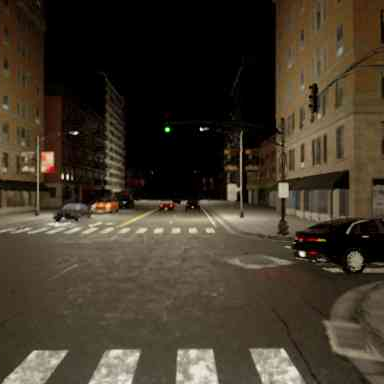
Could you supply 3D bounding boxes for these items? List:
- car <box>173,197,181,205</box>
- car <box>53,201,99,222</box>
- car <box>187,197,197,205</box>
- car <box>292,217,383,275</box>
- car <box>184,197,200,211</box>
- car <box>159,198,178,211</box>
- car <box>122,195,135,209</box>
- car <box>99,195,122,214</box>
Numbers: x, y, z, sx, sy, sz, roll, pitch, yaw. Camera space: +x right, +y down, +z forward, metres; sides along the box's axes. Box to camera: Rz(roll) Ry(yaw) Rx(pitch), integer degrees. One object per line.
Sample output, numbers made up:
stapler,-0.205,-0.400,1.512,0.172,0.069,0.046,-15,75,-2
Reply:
car,-3.189,1.772,67.116,1.812,1.442,4.674,0,0,0
car,-9.853,1.655,28.109,2.033,1.411,5.357,0,0,0
car,0.055,1.749,66.040,1.837,1.490,4.892,0,0,0
car,5.545,1.560,10.424,4.892,1.490,1.837,0,-5,-17
car,0.087,1.686,42.747,1.812,1.442,4.674,0,0,0
car,-3.164,1.762,43.149,1.895,1.301,4.718,0,0,0
car,-9.764,1.401,48.414,2.150,2.045,5.566,0,0,0
car,-9.830,1.495,38.000,2.097,1.767,4.553,0,0,0
